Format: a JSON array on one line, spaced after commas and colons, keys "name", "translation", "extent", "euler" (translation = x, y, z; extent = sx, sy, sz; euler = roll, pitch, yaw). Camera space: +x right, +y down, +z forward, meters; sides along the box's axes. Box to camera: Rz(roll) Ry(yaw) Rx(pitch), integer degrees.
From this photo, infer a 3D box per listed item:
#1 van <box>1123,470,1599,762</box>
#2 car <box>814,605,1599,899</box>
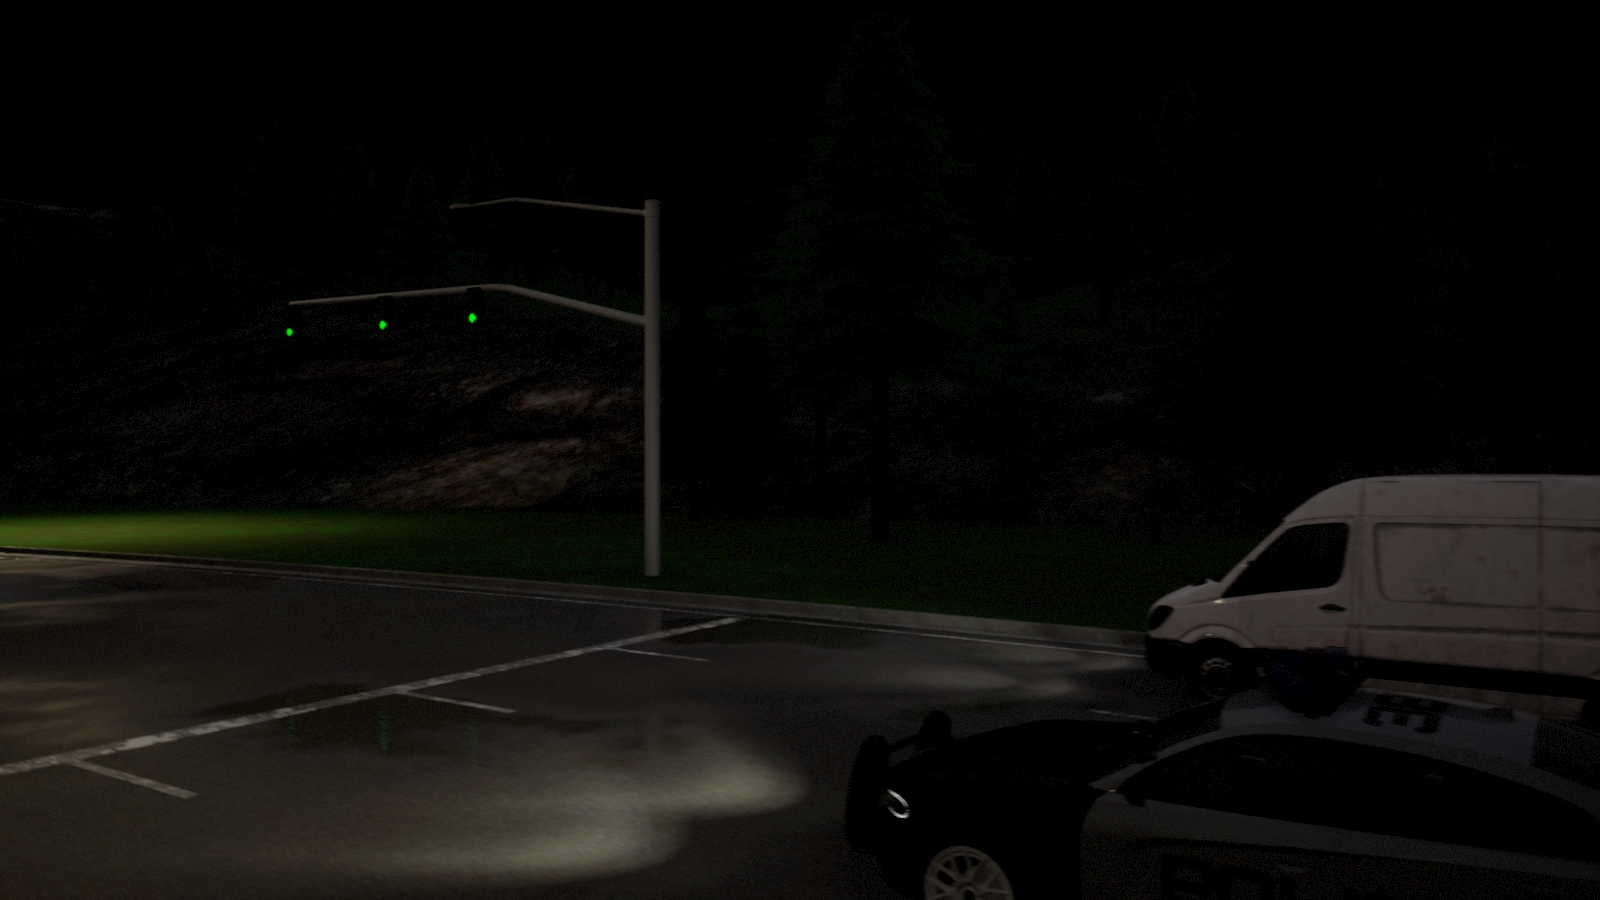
[{"name": "van", "translation": [6.621, 1.534, 11.940], "extent": [5.915, 2.561, 1.988], "euler": [0, 0, 36]}, {"name": "car", "translation": [2.832, 1.982, 6.202], "extent": [5.238, 1.638, 2.097], "euler": [0, 0, 35]}]
